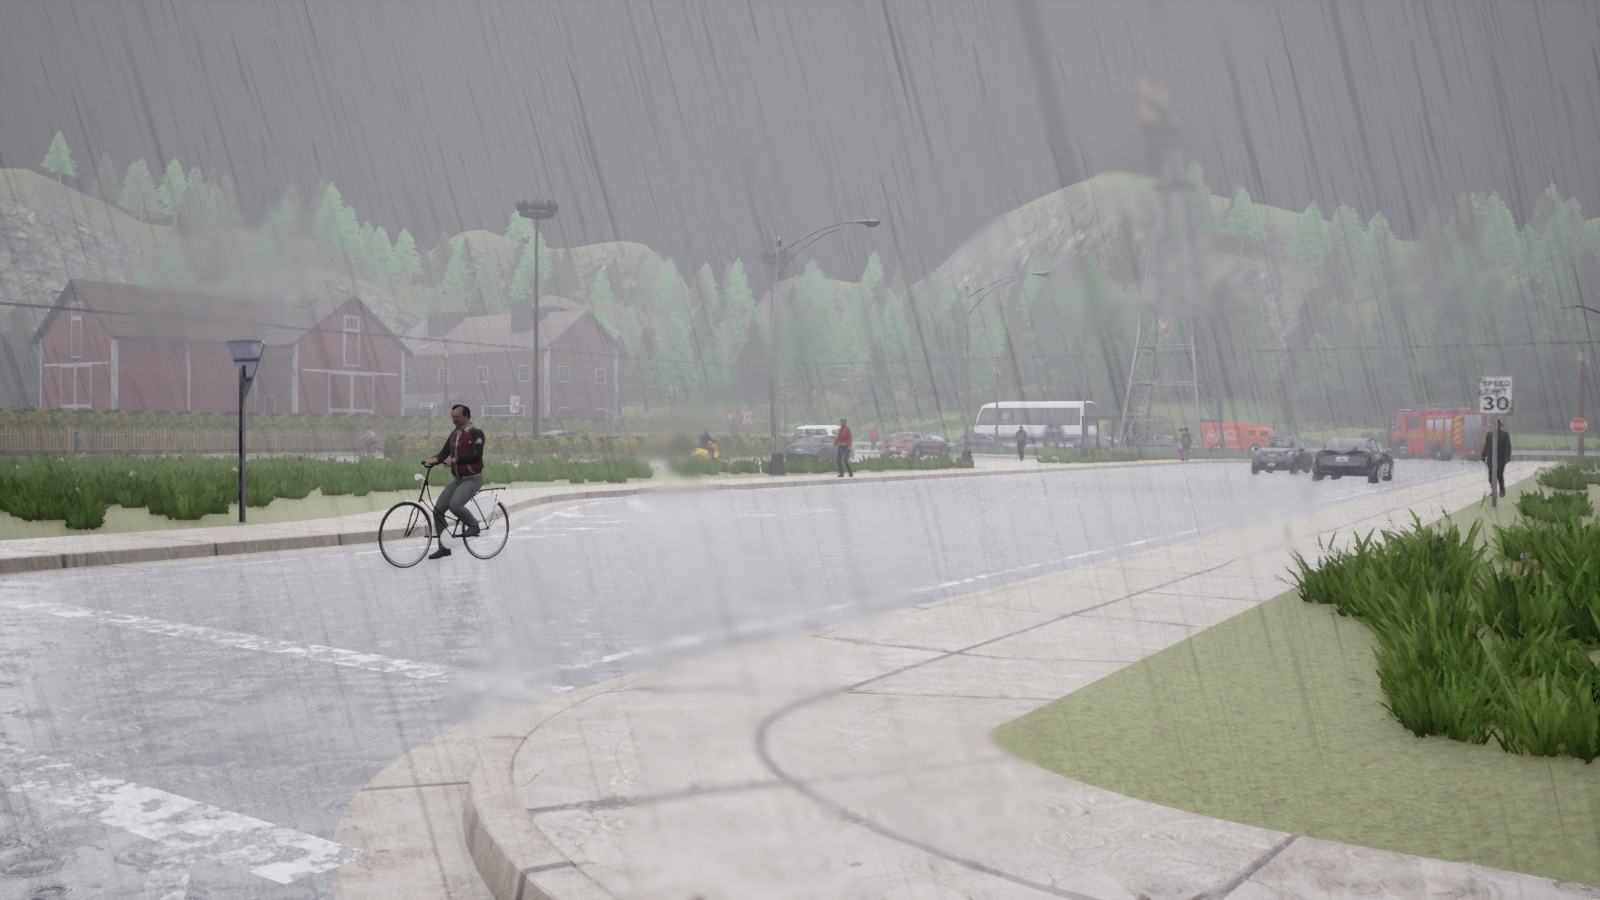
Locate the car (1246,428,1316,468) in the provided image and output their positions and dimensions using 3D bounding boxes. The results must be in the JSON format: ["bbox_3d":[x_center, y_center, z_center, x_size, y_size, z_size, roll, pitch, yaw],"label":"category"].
[{"bbox_3d":[18.814,-0.095,49.046,1.845,1.501,3.633,0,1,33],"label":"car"}]

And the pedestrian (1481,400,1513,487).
[{"bbox_3d":[15.822,-0.147,28.488,0.788,1.949,0.423,-1,1,-44],"label":"pedestrian"}]

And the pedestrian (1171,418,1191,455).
[{"bbox_3d":[20.599,-0.726,67.857,0.873,1.952,0.659,-1,1,-44],"label":"pedestrian"}]

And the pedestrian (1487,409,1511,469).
[{"bbox_3d":[21.625,-0.340,38.860,0.594,1.836,0.345,-1,1,-20],"label":"pedestrian"}]

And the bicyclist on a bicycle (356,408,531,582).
[{"bbox_3d":[-3.862,0.449,13.748,0.659,1.776,1.843,0,1,33],"label":"bicyclist on a bicycle"}]

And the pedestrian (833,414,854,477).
[{"bbox_3d":[1.295,-0.134,37.285,0.331,1.846,0.636,0,1,32],"label":"pedestrian"}]

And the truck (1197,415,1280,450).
[{"bbox_3d":[31.825,-1.287,91.120,5.204,2.467,2.627,0,1,34],"label":"truck"}]

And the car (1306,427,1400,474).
[{"bbox_3d":[18.771,-0.019,42.504,2.163,1.488,4.792,0,1,33],"label":"car"}]

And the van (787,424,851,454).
[{"bbox_3d":[1.326,-0.774,89.327,2.069,2.038,4.480,-2,2,-39],"label":"van"}]

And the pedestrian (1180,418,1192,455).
[{"bbox_3d":[20.540,-0.712,66.846,0.396,1.930,0.692,0,1,39],"label":"pedestrian"}]

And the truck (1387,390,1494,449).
[{"bbox_3d":[43.668,-2.011,85.946,2.891,3.827,8.468,-1,0,-1],"label":"truck"}]

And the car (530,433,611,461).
[{"bbox_3d":[-13.220,-0.194,72.665,2.007,1.525,4.514,0,1,33],"label":"car"}]

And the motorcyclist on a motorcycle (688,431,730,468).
[{"bbox_3d":[-4.009,-0.033,55.262,0.866,1.590,1.817,0,1,35],"label":"motorcyclist on a motorcycle"}]

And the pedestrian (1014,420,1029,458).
[{"bbox_3d":[10.864,-0.554,61.677,0.540,1.848,0.694,0,1,27],"label":"pedestrian"}]

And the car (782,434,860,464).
[{"bbox_3d":[1.069,-0.073,62.911,1.994,1.385,4.181,0,1,33],"label":"car"}]

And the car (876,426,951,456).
[{"bbox_3d":[6.486,-0.521,71.239,2.152,1.651,5.027,0,1,33],"label":"car"}]
